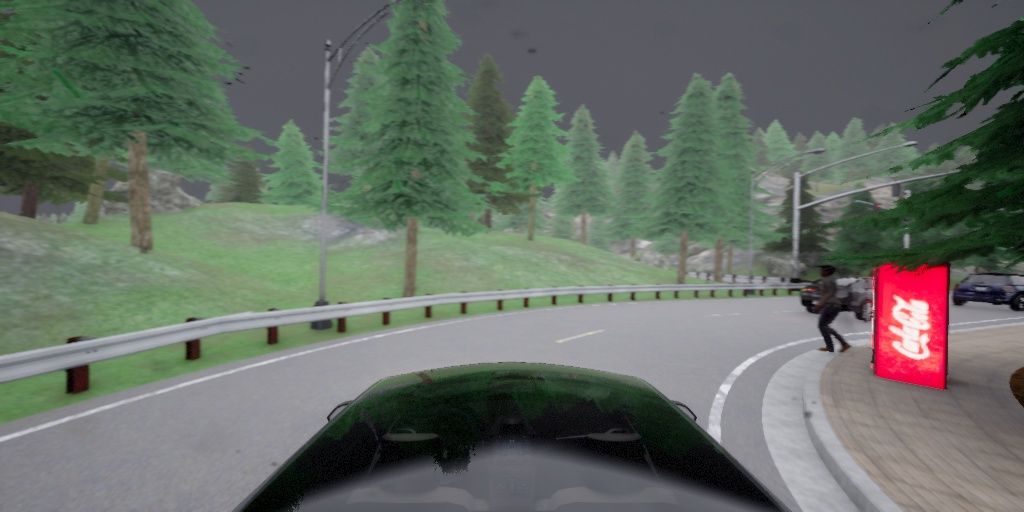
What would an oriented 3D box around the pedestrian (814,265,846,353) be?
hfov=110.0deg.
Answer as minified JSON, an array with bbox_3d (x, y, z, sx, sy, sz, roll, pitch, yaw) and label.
[{"bbox_3d":[6.503,1.028,7.364,0.375,1.860,0.375,1,0,-37],"label":"pedestrian"}]

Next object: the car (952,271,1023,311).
[{"bbox_3d":[24.309,1.640,17.583,4.553,1.767,2.097,2,0,-15],"label":"car"}]

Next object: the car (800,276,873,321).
[{"bbox_3d":[13.337,1.538,13.628,4.892,1.490,1.837,3,-1,-17],"label":"car"}]

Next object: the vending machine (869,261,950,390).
[{"bbox_3d":[6.615,1.087,5.967,0.880,2.100,1.100,0,0,-40],"label":"vending machine"}]
